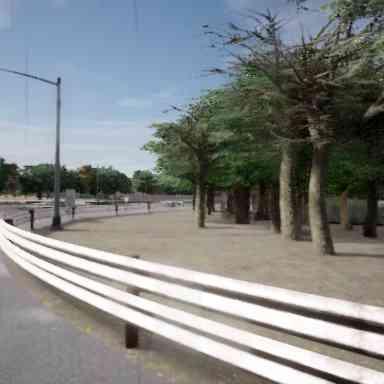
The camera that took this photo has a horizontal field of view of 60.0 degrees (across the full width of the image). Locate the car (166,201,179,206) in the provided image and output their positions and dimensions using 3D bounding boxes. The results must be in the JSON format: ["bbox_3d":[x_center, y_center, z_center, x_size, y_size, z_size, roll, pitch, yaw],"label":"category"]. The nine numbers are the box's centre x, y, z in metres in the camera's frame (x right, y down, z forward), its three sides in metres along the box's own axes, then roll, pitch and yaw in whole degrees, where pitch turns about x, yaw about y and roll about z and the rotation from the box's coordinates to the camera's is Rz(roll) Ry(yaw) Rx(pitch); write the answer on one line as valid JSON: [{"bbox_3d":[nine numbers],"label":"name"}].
[{"bbox_3d":[-4.404,3.027,81.561,2.033,1.411,5.357,1,-1,30],"label":"car"}]

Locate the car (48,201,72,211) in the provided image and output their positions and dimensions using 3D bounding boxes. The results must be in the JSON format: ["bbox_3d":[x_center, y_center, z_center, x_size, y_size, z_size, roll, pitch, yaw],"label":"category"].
[{"bbox_3d":[-20.712,2.159,52.060,1.837,1.490,4.892,1,-1,28],"label":"car"}]
